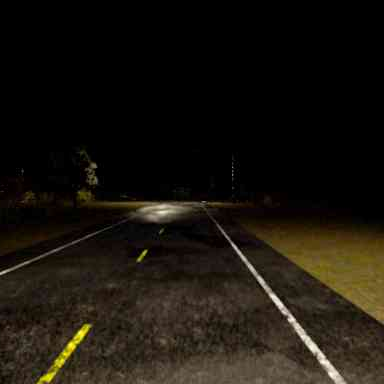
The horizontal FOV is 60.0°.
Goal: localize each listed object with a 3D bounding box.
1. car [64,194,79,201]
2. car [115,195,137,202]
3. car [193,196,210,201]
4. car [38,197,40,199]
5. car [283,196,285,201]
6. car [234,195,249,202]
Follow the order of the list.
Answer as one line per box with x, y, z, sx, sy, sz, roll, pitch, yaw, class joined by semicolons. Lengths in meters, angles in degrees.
-28.861;1.223;81.346;4.553;1.767;2.097;0;0;-2;car
-14.761;1.473;74.765;4.902;1.511;2.128;0;0;-2;car
2.295;1.560;82.203;4.181;1.385;1.994;0;0;-1;car
-32.353;1.404;74.242;5.357;1.411;2.033;0;0;-2;car
21.844;1.595;82.764;4.902;1.511;2.128;0;0;-2;car
11.629;1.551;75.449;4.892;1.490;1.837;0;0;-2;car
